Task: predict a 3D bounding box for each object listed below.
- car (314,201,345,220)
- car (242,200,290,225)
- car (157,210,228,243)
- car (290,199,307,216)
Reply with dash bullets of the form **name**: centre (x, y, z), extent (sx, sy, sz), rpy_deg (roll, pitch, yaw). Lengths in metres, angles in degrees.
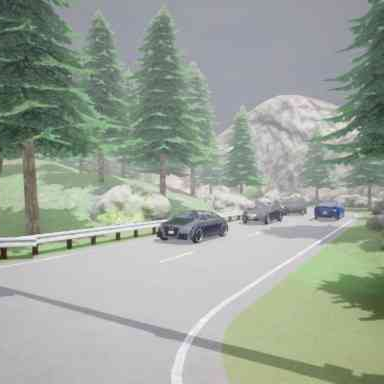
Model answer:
- **car**: centre (11.768, 1.549, 28.331), extent (1.882, 1.535, 5.008), rpy_deg (0, -1, 31)
- **car**: centre (5.319, 1.505, 24.649), extent (2.128, 1.511, 4.902), rpy_deg (0, 0, 32)
- **car**: centre (0.128, 1.573, 16.167), extent (1.994, 1.385, 4.181), rpy_deg (0, 0, 31)
- **car**: centre (10.429, 1.523, 33.497), extent (1.837, 1.490, 4.892), rpy_deg (0, 0, 24)
